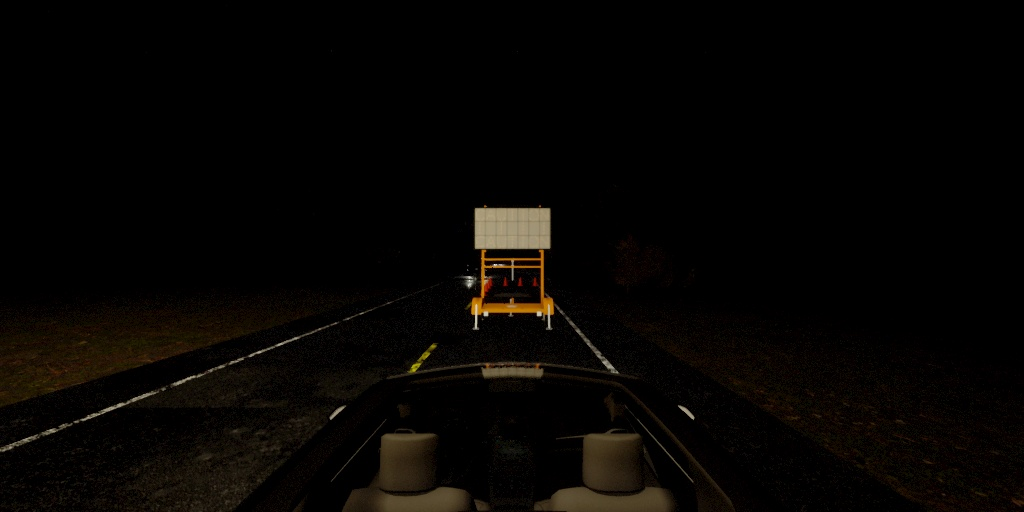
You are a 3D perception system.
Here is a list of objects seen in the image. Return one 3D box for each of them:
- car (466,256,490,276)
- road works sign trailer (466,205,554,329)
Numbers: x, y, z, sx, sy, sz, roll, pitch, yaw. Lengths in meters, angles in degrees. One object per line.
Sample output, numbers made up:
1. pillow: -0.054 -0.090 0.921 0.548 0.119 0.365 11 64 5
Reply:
1. car: -3.525 0.987 38.384 2.150 2.045 5.566 0 0 0
2. road works sign trailer: 0.019 0.215 11.173 2.380 3.560 2.880 0 0 0
